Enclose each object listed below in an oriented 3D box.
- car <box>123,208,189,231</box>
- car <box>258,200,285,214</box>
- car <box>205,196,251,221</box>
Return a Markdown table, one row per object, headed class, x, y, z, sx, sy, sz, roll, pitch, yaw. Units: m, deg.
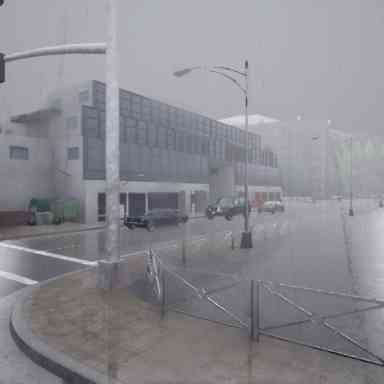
| class | x | y | z | sx | sy | sz | roll | pitch | yaw |
| --- | --- | --- | --- | --- | --- | --- | --- | --- | --- |
| car | -2.315 | 1.777 | 22.159 | 1.895 | 1.301 | 4.718 | 0 | 0 | 35 |
| car | 9.188 | 1.702 | 38.263 | 1.812 | 1.442 | 4.674 | 0 | 0 | 36 |
| car | 3.414 | 1.398 | 30.189 | 2.150 | 2.045 | 5.566 | 0 | 0 | 36 |
